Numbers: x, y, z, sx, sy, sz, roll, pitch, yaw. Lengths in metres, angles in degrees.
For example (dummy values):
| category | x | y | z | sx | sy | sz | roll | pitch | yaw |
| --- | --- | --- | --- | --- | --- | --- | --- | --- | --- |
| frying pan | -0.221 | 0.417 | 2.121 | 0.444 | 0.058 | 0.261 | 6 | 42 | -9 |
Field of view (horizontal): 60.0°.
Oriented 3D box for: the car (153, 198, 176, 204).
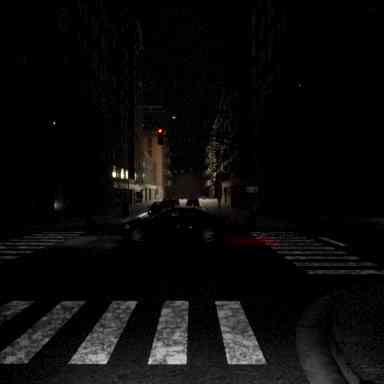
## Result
| category | x | y | z | sx | sy | sz | roll | pitch | yaw |
| --- | --- | --- | --- | --- | --- | --- | --- | --- | --- |
| car | -2.841 | 1.541 | 30.207 | 2.033 | 1.411 | 5.357 | 0 | 0 | 0 |

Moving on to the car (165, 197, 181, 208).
| category | x | y | z | sx | sy | sz | roll | pitch | yaw |
| --- | --- | --- | --- | --- | --- | --- | --- | --- | --- |
| car | -2.837 | 1.474 | 50.230 | 2.128 | 1.511 | 4.902 | 0 | 0 | 0 |

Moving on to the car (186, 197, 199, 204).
| category | x | y | z | sx | sy | sz | roll | pitch | yaw |
| --- | --- | --- | --- | --- | --- | --- | --- | --- | --- |
| car | 0.109 | 1.509 | 49.077 | 1.812 | 1.442 | 4.674 | 0 | 0 | 0 |

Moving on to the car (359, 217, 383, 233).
| category | x | y | z | sx | sy | sz | roll | pitch | yaw |
| --- | --- | --- | --- | --- | --- | --- | --- | --- | --- |
| car | 11.636 | 1.554 | 17.902 | 4.829 | 1.417 | 1.752 | 0 | 0 | 0 |

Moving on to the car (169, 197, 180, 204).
| category | x | y | z | sx | sy | sz | roll | pitch | yaw |
| --- | --- | --- | --- | --- | --- | --- | --- | --- | --- |
| car | -2.837 | 1.481 | 40.029 | 2.128 | 1.511 | 4.902 | 0 | 0 | 0 |

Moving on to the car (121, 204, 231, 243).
| category | x | y | z | sx | sy | sz | roll | pitch | yaw |
| --- | --- | --- | --- | --- | --- | --- | --- | --- | --- |
| car | -0.725 | 1.478 | 15.385 | 5.008 | 1.535 | 1.882 | 0 | 0 | 0 |
